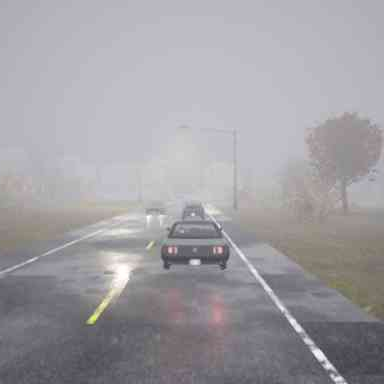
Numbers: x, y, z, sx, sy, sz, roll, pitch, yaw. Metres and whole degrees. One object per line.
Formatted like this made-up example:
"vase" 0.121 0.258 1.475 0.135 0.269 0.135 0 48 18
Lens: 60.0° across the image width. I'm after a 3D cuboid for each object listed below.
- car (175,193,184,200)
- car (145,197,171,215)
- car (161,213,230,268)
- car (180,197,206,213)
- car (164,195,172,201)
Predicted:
"car" -3.444 1.300 87.136 1.882 1.535 5.008 0 0 -2
"car" -3.600 1.511 34.146 2.033 1.411 5.357 0 0 0
"car" 0.091 1.587 11.129 1.895 1.301 4.718 0 0 0
"car" 0.092 1.472 28.117 1.837 1.490 4.892 0 0 0
"car" -5.647 1.400 74.630 1.994 1.385 4.181 0 0 -8
